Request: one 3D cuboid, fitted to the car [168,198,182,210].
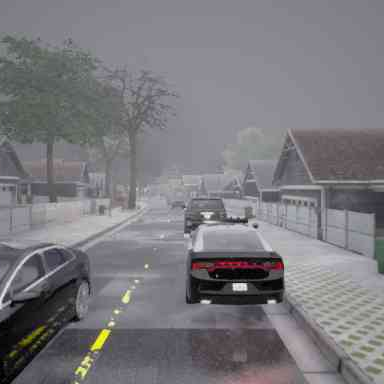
[{"bbox_3d":[-1.981,1.688,46.813,1.837,1.490,4.892,0,-1,-5],"label":"car"}]

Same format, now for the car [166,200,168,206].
[{"bbox_3d":[-3.721,1.886,61.853,2.033,1.411,5.357,0,-1,-8],"label":"car"}]

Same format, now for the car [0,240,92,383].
[{"bbox_3d":[-2.790,1.493,4.419,2.128,1.511,4.902,0,0,0],"label":"car"}]

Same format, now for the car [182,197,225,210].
[{"bbox_3d":[0.649,1.260,18.268,2.150,2.045,5.566,0,0,-2],"label":"car"}]

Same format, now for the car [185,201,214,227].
[{"bbox_3d":[0.428,1.507,24.456,1.801,1.575,5.366,0,0,-2],"label":"car"}]

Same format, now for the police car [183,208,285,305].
[{"bbox_3d":[0.811,1.434,8.295,1.930,1.638,5.238,0,0,0],"label":"police car"}]
